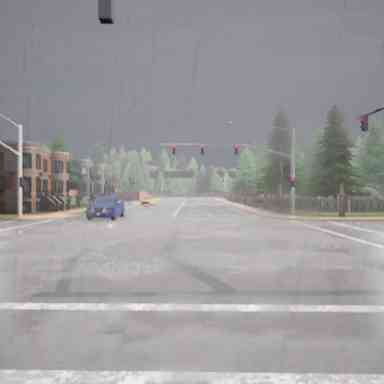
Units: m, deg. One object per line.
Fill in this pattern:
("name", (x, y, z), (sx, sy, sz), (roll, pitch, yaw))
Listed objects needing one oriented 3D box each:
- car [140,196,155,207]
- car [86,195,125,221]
("car", (-7.005, 1.412, 53.041), (1.882, 1.535, 5.008), (0, 0, 0))
("car", (-7.002, 1.298, 27.559), (2.150, 2.045, 5.566), (0, 0, 0))
